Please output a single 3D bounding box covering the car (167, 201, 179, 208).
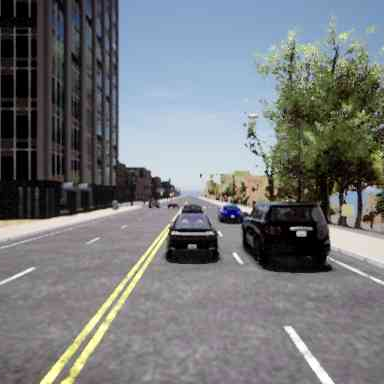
[{"bbox_3d":[-3.252,2.156,57.766,1.895,1.301,4.718,0,-1,0],"label":"car"}]

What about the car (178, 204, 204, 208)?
[{"bbox_3d":[0.039,1.758,29.253,1.882,1.535,5.008,0,0,0],"label":"car"}]

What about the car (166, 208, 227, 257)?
[{"bbox_3d":[0.027,1.623,13.513,2.128,1.511,4.902,0,0,0],"label":"car"}]

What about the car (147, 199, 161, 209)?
[{"bbox_3d":[-6.506,2.060,57.533,1.837,1.490,4.892,0,-1,1],"label":"car"}]

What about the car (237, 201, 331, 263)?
[{"bbox_3d":[3.267,1.346,12.558,2.150,2.045,5.566,0,0,0],"label":"car"}]

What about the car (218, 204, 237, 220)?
[{"bbox_3d":[3.283,1.803,28.905,1.812,1.442,4.674,0,0,0],"label":"car"}]
